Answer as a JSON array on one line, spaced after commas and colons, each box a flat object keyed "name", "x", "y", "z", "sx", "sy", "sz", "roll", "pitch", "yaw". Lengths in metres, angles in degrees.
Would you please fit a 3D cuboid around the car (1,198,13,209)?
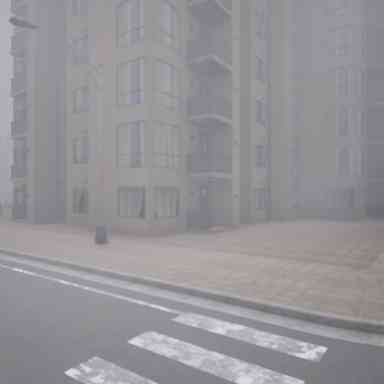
[{"name": "car", "x": -23.659, "y": 1.528, "z": 44.649, "sx": 1.812, "sy": 1.442, "sz": 4.674, "roll": 0, "pitch": 0, "yaw": 21}]
